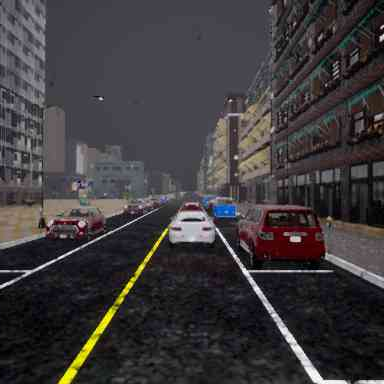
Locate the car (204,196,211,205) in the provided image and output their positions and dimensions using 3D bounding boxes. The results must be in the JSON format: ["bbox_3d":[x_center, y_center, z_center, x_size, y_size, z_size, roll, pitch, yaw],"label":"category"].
[{"bbox_3d":[2.701,1.538,39.303,1.887,1.381,4.507,1,0,0],"label":"car"}]

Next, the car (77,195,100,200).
[{"bbox_3d":[-26.377,1.429,84.912,4.097,1.590,1.967,0,0,1],"label":"car"}]

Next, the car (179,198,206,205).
[{"bbox_3d":[0.000,1.532,29.650,1.812,1.442,4.674,0,0,0],"label":"car"}]

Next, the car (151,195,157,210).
[{"bbox_3d":[-5.645,1.433,39.270,1.967,1.590,4.097,1,0,0],"label":"car"}]

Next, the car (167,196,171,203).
[{"bbox_3d":[-5.645,1.404,67.499,1.967,1.590,4.097,1,0,0],"label":"car"}]

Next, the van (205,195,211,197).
[{"bbox_3d":[2.704,1.325,50.594,1.690,1.788,3.998,1,0,0],"label":"van"}]

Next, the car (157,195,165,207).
[{"bbox_3d":[-5.647,1.528,50.561,1.887,1.381,4.507,1,0,0],"label":"car"}]

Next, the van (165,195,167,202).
[{"bbox_3d":[-5.644,1.319,56.207,1.690,1.788,3.998,1,0,0],"label":"van"}]

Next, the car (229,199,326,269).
[{"bbox_3d":[2.703,1.315,11.070,2.192,1.841,5.009,1,0,0],"label":"car"}]

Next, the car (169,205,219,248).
[{"bbox_3d":[0.000,1.534,14.649,1.812,1.442,4.674,0,0,0],"label":"car"}]

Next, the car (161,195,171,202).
[{"bbox_3d":[-5.647,1.501,73.145,1.887,1.381,4.507,1,0,0],"label":"car"}]

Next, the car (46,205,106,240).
[{"bbox_3d":[-5.682,1.440,16.686,1.967,1.590,4.097,1,0,0],"label":"car"}]

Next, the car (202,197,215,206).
[{"bbox_3d":[2.701,1.544,56.241,1.947,1.339,4.313,1,0,0],"label":"car"}]

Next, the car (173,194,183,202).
[{"bbox_3d":[-3.001,1.205,72.949,2.097,1.767,4.553,0,0,0],"label":"car"}]

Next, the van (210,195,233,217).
[{"bbox_3d":[2.703,1.339,28.009,1.690,1.788,3.998,1,0,0],"label":"van"}]

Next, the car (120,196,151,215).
[{"bbox_3d":[-5.652,1.436,33.624,1.967,1.590,4.097,1,0,0],"label":"car"}]

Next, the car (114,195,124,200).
[{"bbox_3d":[-19.718,1.622,93.459,4.403,1.369,2.008,0,0,1],"label":"car"}]
